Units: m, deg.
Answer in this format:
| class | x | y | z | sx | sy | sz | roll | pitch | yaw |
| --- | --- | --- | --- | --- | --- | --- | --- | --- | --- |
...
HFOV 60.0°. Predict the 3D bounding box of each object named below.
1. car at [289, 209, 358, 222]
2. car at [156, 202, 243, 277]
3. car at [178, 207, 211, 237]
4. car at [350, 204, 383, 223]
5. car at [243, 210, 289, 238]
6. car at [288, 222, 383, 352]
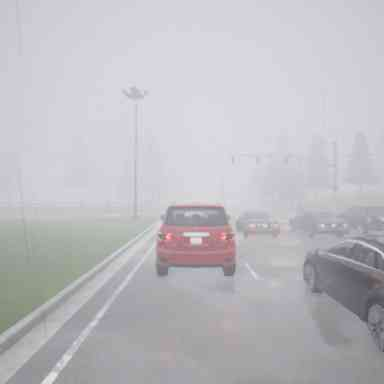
| class | x | y | z | sx | sy | sz | roll | pitch | yaw |
| --- | --- | --- | --- | --- | --- | --- | --- | --- | --- |
| car | 7.148 | 1.758 | 19.264 | 2.033 | 1.411 | 5.357 | 0 | -1 | 0 |
| car | 0.119 | 1.337 | 10.829 | 2.150 | 2.045 | 5.566 | 0 | -1 | 0 |
| car | 0.134 | 1.749 | 20.542 | 1.812 | 1.442 | 4.674 | 0 | -1 | 0 |
| car | 10.649 | 1.577 | 20.606 | 2.097 | 1.767 | 4.553 | 0 | -1 | 0 |
| car | 3.647 | 1.756 | 19.150 | 2.033 | 1.411 | 5.357 | 0 | -1 | 0 |
| car | 3.611 | 1.560 | 6.195 | 2.128 | 1.511 | 4.902 | 0 | -1 | 0 |
